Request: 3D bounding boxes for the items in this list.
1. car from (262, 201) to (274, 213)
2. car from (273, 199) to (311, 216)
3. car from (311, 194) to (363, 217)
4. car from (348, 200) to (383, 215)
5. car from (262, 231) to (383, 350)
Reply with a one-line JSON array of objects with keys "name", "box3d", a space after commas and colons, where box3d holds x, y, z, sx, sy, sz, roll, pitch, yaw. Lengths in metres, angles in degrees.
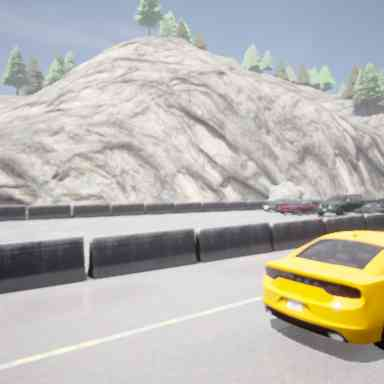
[{"name": "car", "box3d": [9.869, 1.511, 36.828, 4.902, 1.511, 2.128, 0, 0, -35]}, {"name": "car", "box3d": [10.666, 1.619, 33.101, 4.718, 1.301, 1.895, 0, 0, -35]}, {"name": "car", "box3d": [14.030, 1.242, 31.200, 5.566, 2.045, 2.150, 0, 0, -35]}, {"name": "car", "box3d": [15.383, 1.583, 27.866, 4.181, 1.385, 1.994, 0, 0, -35]}, {"name": "car", "box3d": [3.501, 1.482, 6.246, 5.008, 1.535, 1.882, 0, 0, -36]}]
